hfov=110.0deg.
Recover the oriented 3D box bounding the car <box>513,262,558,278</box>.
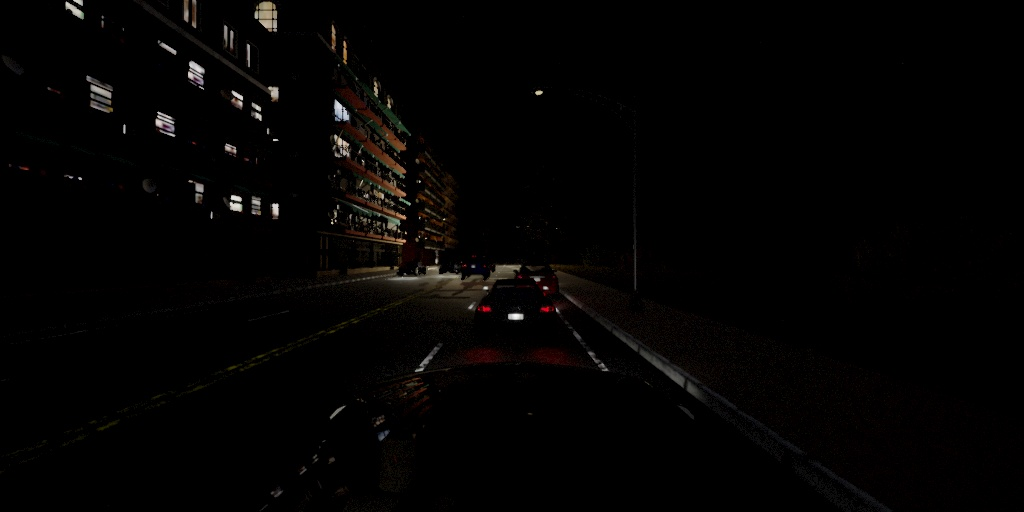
[{"bbox_3d":[1.151,1.101,18.533,2.097,1.767,4.553,0,0,0],"label":"car"}]

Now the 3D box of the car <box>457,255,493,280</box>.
[{"bbox_3d":[-3.125,0.966,31.643,2.150,2.045,5.566,0,0,0],"label":"car"}]

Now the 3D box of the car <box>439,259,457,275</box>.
[{"bbox_3d":[-6.570,1.099,38.966,2.097,1.767,4.553,0,0,0],"label":"car"}]

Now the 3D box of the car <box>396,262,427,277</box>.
[{"bbox_3d":[-9.824,1.296,35.612,2.033,1.411,5.357,0,0,0],"label":"car"}]

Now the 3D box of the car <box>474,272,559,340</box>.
[{"bbox_3d":[0.101,1.314,9.953,1.994,1.385,4.181,0,0,0],"label":"car"}]

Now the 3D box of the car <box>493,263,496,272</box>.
[{"bbox_3d":[-3.117,1.310,45.162,1.994,1.385,4.181,0,0,1],"label":"car"}]
